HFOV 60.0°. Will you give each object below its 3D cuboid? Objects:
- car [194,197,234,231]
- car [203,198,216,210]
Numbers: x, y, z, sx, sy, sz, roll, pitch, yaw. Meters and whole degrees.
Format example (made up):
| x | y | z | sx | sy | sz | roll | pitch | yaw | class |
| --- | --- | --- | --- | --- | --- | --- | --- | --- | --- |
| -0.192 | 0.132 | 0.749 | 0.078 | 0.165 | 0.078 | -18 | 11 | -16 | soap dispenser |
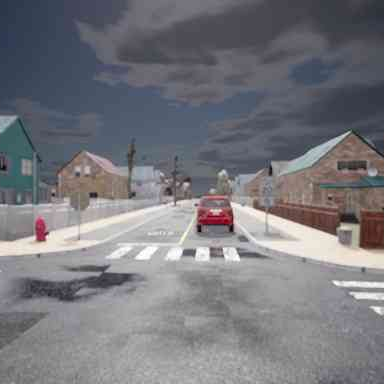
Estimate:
| x | y | z | sx | sy | sz | roll | pitch | yaw | class |
| --- | --- | --- | --- | --- | --- | --- | --- | --- | --- |
| 1.366 | 1.305 | 21.129 | 2.150 | 2.045 | 5.566 | 0 | 0 | 1 | car |
| 2.568 | 1.753 | 49.614 | 1.837 | 1.490 | 4.892 | 0 | 0 | 3 | car |
